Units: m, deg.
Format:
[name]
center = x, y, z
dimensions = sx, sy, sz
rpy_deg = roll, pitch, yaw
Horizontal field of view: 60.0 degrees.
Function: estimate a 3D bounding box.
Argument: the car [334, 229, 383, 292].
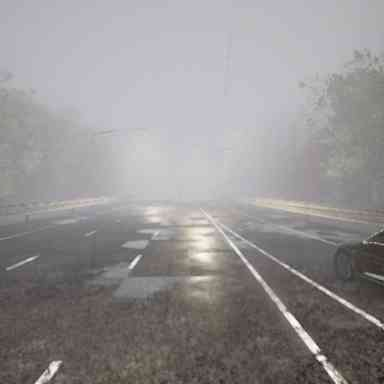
[car]
center = 4.835, 1.398, 6.812
dimensions = 2.033, 1.649, 4.856
rpy_deg = 0, 0, -5
